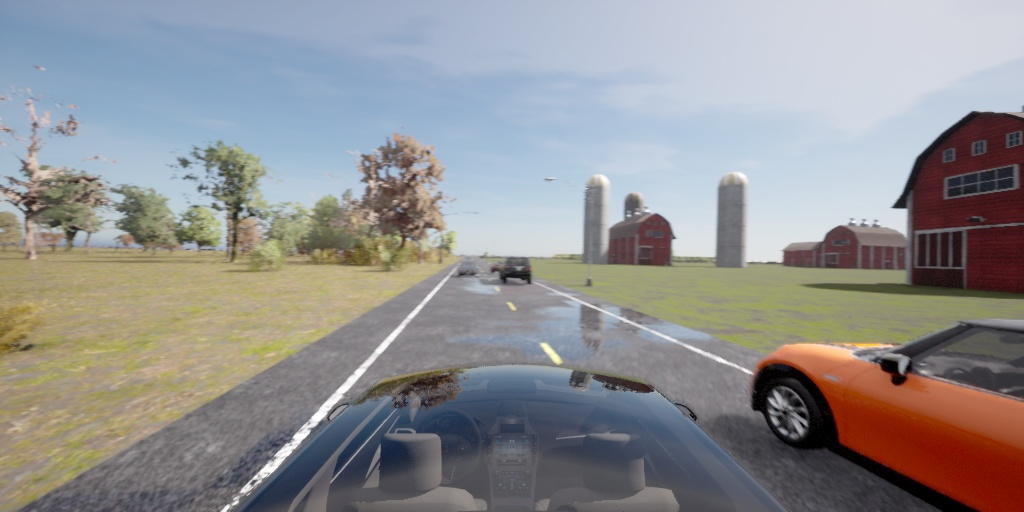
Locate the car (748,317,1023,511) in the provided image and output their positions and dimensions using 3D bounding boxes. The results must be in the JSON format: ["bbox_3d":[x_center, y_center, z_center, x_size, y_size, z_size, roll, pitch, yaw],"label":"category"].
[{"bbox_3d":[4.252,1.263,2.726,2.097,1.767,4.553,2,0,-7],"label":"car"}]

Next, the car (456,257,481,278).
[{"bbox_3d":[-3.902,1.143,32.075,1.837,1.490,4.892,2,0,-7],"label":"car"}]

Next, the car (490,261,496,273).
[{"bbox_3d":[-1.515,1.263,41.694,1.812,1.442,4.674,2,0,-6],"label":"car"}]

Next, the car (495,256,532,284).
[{"bbox_3d":[0.189,1.011,27.911,2.150,2.045,5.566,2,0,-6],"label":"car"}]
